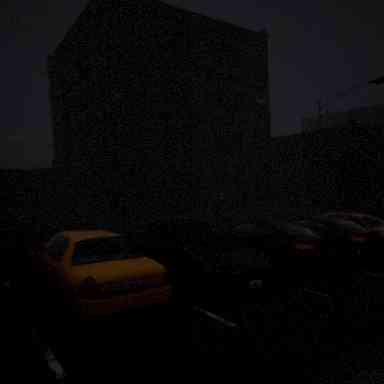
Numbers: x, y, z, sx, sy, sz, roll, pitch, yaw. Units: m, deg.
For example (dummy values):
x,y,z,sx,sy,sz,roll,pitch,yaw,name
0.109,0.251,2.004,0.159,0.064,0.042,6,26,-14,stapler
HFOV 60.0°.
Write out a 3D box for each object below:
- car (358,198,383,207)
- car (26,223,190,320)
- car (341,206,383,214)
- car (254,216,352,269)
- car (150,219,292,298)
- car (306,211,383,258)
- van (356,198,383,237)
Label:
x,y,z,sx,sy,sz,roll,pitch,yaw,name
8.914,1.290,15.401,2.435,2.045,5.566,0,0,-36,car
-2.436,1.486,7.495,1.946,1.575,5.366,0,0,-36,car
6.867,1.528,13.678,1.946,1.575,5.366,0,0,-36,car
2.216,1.550,10.583,2.002,1.452,4.674,0,0,-35,car
-0.039,1.529,8.942,2.163,1.488,4.792,0,0,-36,car
4.387,1.560,12.133,2.002,1.452,4.674,0,0,-36,car
11.134,1.326,17.094,1.878,1.987,4.442,0,0,-36,van
